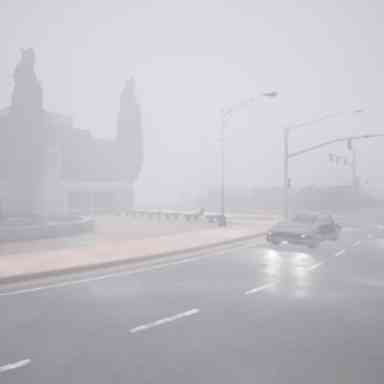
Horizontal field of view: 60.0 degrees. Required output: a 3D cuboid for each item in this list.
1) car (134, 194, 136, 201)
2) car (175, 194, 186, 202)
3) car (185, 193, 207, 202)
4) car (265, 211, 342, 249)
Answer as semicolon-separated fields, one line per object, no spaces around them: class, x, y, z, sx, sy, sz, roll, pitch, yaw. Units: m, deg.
car;-16.550;1.347;88.207;1.905;1.878;3.866;0;0;39
car;-1.256;1.339;75.911;1.905;1.878;3.866;0;0;39
car;0.990;1.577;74.084;1.970;1.475;3.806;0;0;39
car;5.278;1.592;15.125;2.033;1.411;5.357;0;0;38
